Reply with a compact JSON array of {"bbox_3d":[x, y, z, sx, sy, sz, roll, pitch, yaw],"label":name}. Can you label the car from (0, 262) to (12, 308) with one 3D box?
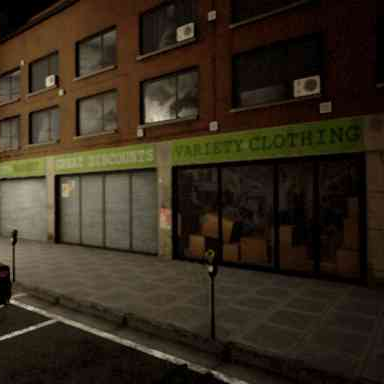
[{"bbox_3d":[-5.377,1.627,6.644,4.507,1.381,1.887,-1,0,35],"label":"car"}]
